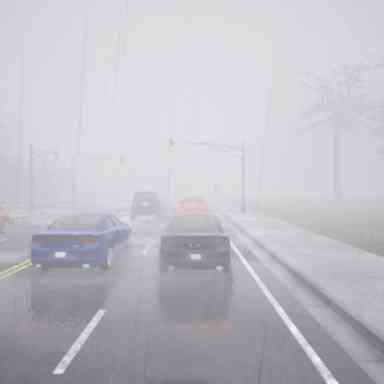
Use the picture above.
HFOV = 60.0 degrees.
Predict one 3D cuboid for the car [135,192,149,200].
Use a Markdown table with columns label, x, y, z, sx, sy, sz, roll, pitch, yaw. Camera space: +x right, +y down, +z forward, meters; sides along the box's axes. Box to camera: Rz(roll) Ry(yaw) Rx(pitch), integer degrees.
| label | x | y | z | sx | sy | sz | roll | pitch | yaw |
| --- | --- | --- | --- | --- | --- | --- | --- | --- | --- |
| car | -9.870 | 0.733 | 66.568 | 2.033 | 1.411 | 5.357 | 0 | 1 | 0 |

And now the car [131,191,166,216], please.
| label | x | y | z | sx | sy | sz | roll | pitch | yaw |
| --- | --- | --- | --- | --- | --- | --- | --- | --- | --- |
| car | -3.335 | 0.924 | 25.181 | 2.150 | 2.045 | 5.566 | 0 | 1 | -4 |

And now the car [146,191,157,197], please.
| label | x | y | z | sx | sy | sz | roll | pitch | yaw |
| --- | --- | --- | --- | --- | --- | --- | --- | --- | --- |
| car | -9.897 | 0.516 | 82.382 | 2.033 | 1.411 | 5.357 | 0 | 1 | 0 |

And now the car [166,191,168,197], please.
| label | x | y | z | sx | sy | sz | roll | pitch | yaw |
| --- | --- | --- | --- | --- | --- | --- | --- | --- | --- |
| car | -6.624 | 0.542 | 66.693 | 2.097 | 1.767 | 4.553 | 0 | 1 | 0 |

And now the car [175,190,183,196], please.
| label | x | y | z | sx | sy | sz | roll | pitch | yaw |
| --- | --- | --- | --- | --- | --- | --- | --- | --- | --- |
| car | -3.410 | 0.301 | 89.632 | 1.994 | 1.385 | 4.181 | 0 | 1 | 0 |

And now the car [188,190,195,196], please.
| label | x | y | z | sx | sy | sz | roll | pitch | yaw |
| --- | --- | --- | --- | --- | --- | --- | --- | --- | --- |
| car | -0.160 | 0.272 | 89.637 | 1.812 | 1.442 | 4.674 | 0 | 1 | 0 |

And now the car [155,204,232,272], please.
| label | x | y | z | sx | sy | sz | roll | pitch | yaw |
| --- | --- | --- | --- | --- | --- | --- | --- | --- | --- |
| car | 0.082 | 1.354 | 10.332 | 1.882 | 1.535 | 5.008 | 0 | 1 | 0 |

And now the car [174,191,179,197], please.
| label | x | y | z | sx | sy | sz | roll | pitch | yaw |
| --- | --- | --- | --- | --- | --- | --- | --- | --- | --- |
| car | -3.391 | 0.562 | 79.213 | 2.033 | 1.411 | 5.357 | 0 | 1 | 0 |

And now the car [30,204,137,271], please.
| label | x | y | z | sx | sy | sz | roll | pitch | yaw |
| --- | --- | --- | --- | --- | --- | --- | --- | --- | --- |
| car | -3.169 | 1.353 | 10.473 | 1.882 | 1.535 | 5.008 | 0 | 0 | 0 |

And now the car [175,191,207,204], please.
| label | x | y | z | sx | sy | sz | roll | pitch | yaw |
| --- | --- | --- | --- | --- | --- | --- | --- | --- | --- |
| car | 0.055 | 1.055 | 25.039 | 2.097 | 1.767 | 4.553 | 0 | 1 | 0 |

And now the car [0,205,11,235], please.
| label | x | y | z | sx | sy | sz | roll | pitch | yaw |
| --- | --- | --- | --- | --- | --- | --- | --- | --- | --- |
| car | -9.859 | 1.182 | 14.280 | 2.097 | 1.767 | 4.553 | 0 | 1 | 0 |
